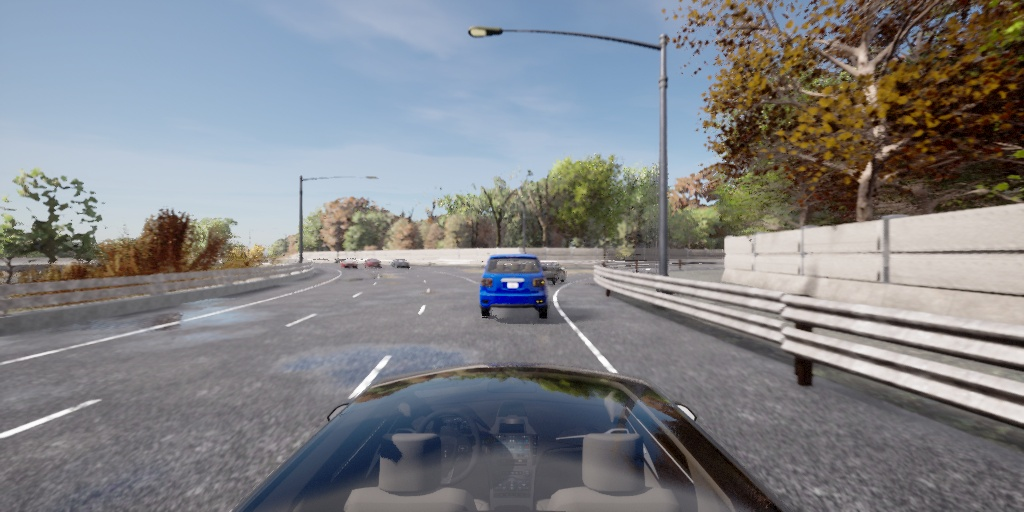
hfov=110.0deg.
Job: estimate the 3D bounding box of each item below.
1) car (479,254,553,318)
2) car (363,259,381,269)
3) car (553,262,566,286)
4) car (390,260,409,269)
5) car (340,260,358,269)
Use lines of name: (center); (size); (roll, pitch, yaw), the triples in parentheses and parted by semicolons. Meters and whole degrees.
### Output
car: (0.137, 0.947, 13.104); (2.150, 2.045, 5.566); (0, 0, 2)
car: (-21.354, 1.177, 54.781); (1.812, 1.442, 4.674); (0, 0, -32)
car: (2.553, 1.194, 25.267); (2.128, 1.511, 4.902); (0, 0, 20)
car: (-17.075, 1.214, 54.498); (1.994, 1.385, 4.181); (0, 0, -32)
car: (-23.773, 1.258, 52.135); (1.895, 1.301, 4.718); (0, 0, -32)
